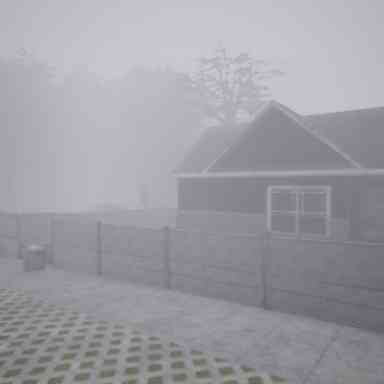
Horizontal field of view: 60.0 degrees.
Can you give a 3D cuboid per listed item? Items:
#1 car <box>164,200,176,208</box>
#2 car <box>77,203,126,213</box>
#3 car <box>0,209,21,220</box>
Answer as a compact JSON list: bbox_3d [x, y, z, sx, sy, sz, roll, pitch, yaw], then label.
[{"bbox_3d":[-1.415,1.657,39.897,1.812,1.442,4.674,1,1,36],"label":"car"},{"bbox_3d":[-8.218,1.774,30.404,1.837,1.490,4.892,1,1,36],"label":"car"},{"bbox_3d":[-14.011,1.820,22.307,1.812,1.442,4.674,1,0,36],"label":"car"}]
